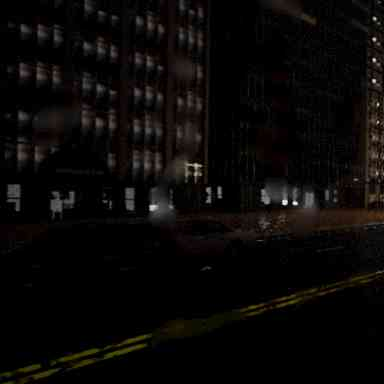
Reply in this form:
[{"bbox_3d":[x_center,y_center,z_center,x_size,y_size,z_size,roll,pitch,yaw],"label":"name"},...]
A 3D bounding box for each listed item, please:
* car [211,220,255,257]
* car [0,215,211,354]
[{"bbox_3d":[-0.093,1.639,11.582,4.718,1.301,1.895,0,0,-35],"label":"car"},{"bbox_3d":[-2.136,1.362,6.145,4.553,1.767,2.097,0,0,-35],"label":"car"}]
